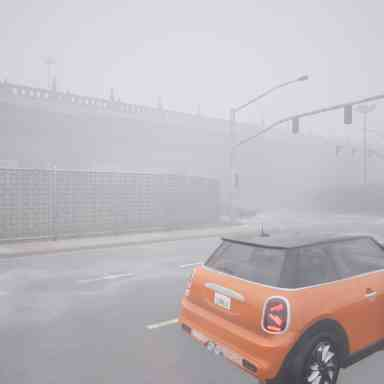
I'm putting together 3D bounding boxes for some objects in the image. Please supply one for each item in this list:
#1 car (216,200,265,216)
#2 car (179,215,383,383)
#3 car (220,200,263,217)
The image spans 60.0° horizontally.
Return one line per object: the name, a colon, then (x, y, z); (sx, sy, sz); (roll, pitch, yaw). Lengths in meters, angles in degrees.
car: (4.996, 1.603, 35.174); (2.033, 1.411, 5.357); (0, 0, -35)
car: (2.115, 1.352, 5.295); (4.553, 1.767, 2.097); (0, 0, -35)
car: (3.871, 1.558, 30.726); (1.837, 1.490, 4.892); (0, 1, -36)
